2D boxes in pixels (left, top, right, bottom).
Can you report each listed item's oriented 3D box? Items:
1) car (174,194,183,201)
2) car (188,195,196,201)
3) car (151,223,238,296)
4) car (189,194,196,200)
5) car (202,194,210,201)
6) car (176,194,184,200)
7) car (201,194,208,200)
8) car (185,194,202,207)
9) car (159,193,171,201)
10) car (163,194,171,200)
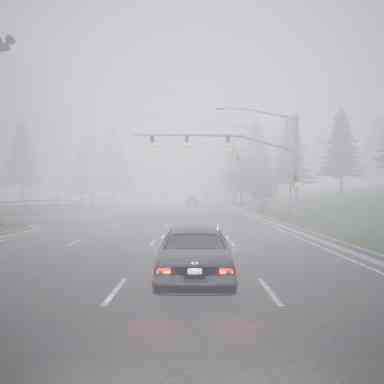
[{"bbox_3d":[-3.450,1.517,83.913,1.812,1.442,4.674,0,0,0],"label":"car"},{"bbox_3d":[0.050,1.531,83.494,2.033,1.411,5.357,0,0,0],"label":"car"},{"bbox_3d":[0.072,1.547,8.812,2.033,1.411,5.357,0,0,0],"label":"car"},{"bbox_3d":[0.056,1.310,93.914,1.882,1.535,5.008,0,0,0],"label":"car"},{"bbox_3d":[3.550,1.492,83.492,1.837,1.490,4.892,0,0,0],"label":"car"},{"bbox_3d":[-3.444,1.358,93.916,2.128,1.511,4.902,0,0,0],"label":"car"},{"bbox_3d":[3.556,1.310,93.912,1.882,1.535,5.008,0,0,0],"label":"car"},{"bbox_3d":[0.029,1.352,52.851,2.097,1.767,4.553,0,0,0],"label":"car"},{"bbox_3d":[-6.950,1.217,83.528,2.150,2.045,5.566,0,0,0],"label":"car"},{"bbox_3d":[-6.944,1.385,93.918,1.994,1.385,4.181,0,0,0],"label":"car"}]
